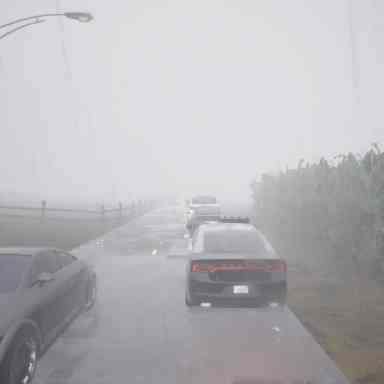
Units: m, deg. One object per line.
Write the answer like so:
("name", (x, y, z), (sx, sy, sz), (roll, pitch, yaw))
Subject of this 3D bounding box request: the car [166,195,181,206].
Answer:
("car", (-2.810, 1.297, 51.976), (2.097, 1.767, 4.553), (0, 0, 0))

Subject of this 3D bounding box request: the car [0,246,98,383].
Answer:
("car", (-2.857, 1.561, 4.939), (1.994, 1.385, 4.181), (0, 0, 0))

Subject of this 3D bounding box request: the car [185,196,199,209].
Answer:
("car", (-0.013, 1.419, 46.376), (1.882, 1.535, 5.008), (0, 0, 1))

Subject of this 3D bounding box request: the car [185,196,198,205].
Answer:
("car", (-0.069, 1.452, 59.821), (2.128, 1.511, 4.902), (0, 0, 0))

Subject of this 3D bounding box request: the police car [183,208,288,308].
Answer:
("police car", (0.815, 1.420, 8.131), (1.930, 1.638, 5.238), (0, 0, 0))

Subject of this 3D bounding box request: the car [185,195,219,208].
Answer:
("car", (0.794, 1.197, 24.050), (2.150, 2.045, 5.566), (0, 0, 0))

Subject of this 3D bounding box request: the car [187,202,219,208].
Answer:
("car", (0.803, 1.490, 18.021), (1.837, 1.490, 4.892), (0, 0, 0))
